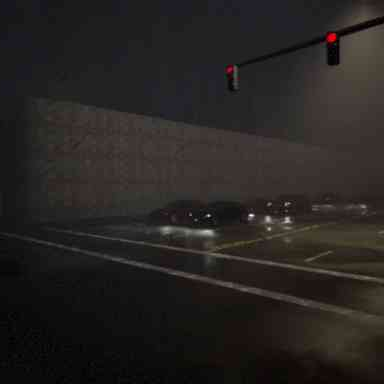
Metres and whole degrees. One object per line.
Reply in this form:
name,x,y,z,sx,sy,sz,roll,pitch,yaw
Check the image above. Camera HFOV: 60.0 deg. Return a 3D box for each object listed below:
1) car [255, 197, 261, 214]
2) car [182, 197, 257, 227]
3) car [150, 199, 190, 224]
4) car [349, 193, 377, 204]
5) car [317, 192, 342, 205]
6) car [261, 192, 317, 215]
car,5.980,1.162,30.381,1.994,1.385,4.181,-1,1,44
car,1.838,1.297,21.082,1.812,1.442,4.674,-1,1,44
car,-0.720,1.287,23.447,1.882,1.535,5.008,-1,1,44
car,20.953,0.770,40.748,1.895,1.301,4.718,-1,1,45
car,17.176,0.723,41.897,1.882,1.535,5.008,-1,1,44
car,8.091,0.926,27.527,2.097,1.767,4.553,-1,1,44
